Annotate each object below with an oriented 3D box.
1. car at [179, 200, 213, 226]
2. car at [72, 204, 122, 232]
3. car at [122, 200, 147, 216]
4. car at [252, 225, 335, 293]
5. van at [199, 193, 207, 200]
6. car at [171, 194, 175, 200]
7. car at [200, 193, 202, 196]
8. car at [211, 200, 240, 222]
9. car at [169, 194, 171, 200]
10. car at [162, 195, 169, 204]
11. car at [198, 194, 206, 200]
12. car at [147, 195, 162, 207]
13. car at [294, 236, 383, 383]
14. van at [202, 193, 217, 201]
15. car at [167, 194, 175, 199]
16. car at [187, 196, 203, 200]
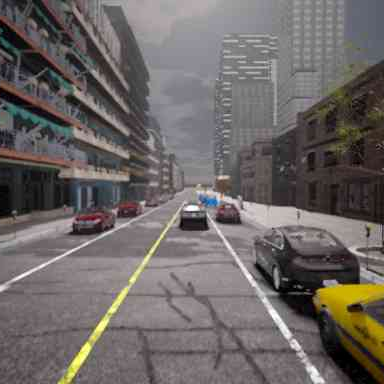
[{"bbox_3d":[0.098,1.490,22.935,2.033,1.411,5.357,0,0,0],"label":"car"},{"bbox_3d":[-5.706,1.534,19.773,1.802,1.307,4.206,-1,0,0],"label":"car"},{"bbox_3d":[-5.707,1.466,30.933,1.887,1.381,4.507,-1,0,0],"label":"car"},{"bbox_3d":[2.680,1.530,8.659,2.008,1.369,4.403,-1,0,0],"label":"car"},{"bbox_3d":[2.664,1.104,81.199,1.690,1.788,3.998,-1,0,0],"label":"van"},{"bbox_3d":[-5.712,1.315,81.157,2.008,1.369,4.403,-1,0,0],"label":"car"},{"bbox_3d":[2.670,1.384,58.879,1.887,1.381,4.507,-1,0,0],"label":"car"},{"bbox_3d":[2.674,1.518,25.399,1.802,1.307,4.206,-1,0,0],"label":"car"},{"bbox_3d":[-5.712,1.262,64.416,1.967,1.590,4.097,-1,0,0],"label":"car"},{"bbox_3d":[-5.710,1.391,58.837,2.008,1.369,4.403,-1,0,0],"label":"car"},{"bbox_3d":[2.668,1.308,86.781,1.947,1.339,4.313,-1,0,0],"label":"car"},{"bbox_3d":[-5.708,1.455,47.675,1.802,1.307,4.206,-1,0,0],"label":"car"},{"bbox_3d":[2.666,1.518,3.250,1.752,1.417,4.829,-1,0,0],"label":"car"},{"bbox_3d":[2.667,1.214,47.718,1.690,1.788,3.998,-1,0,0],"label":"van"},{"bbox_3d":[-5.714,1.267,92.319,1.887,1.381,4.507,-1,0,0],"label":"car"},{"bbox_3d":[0.095,1.492,41.418,1.895,1.301,4.718,0,0,0],"label":"car"}]
